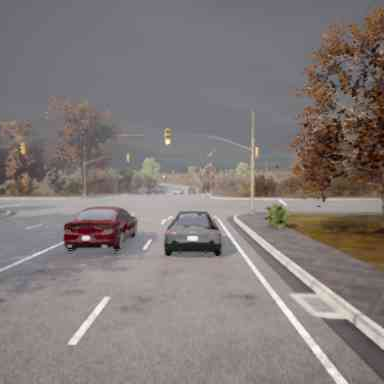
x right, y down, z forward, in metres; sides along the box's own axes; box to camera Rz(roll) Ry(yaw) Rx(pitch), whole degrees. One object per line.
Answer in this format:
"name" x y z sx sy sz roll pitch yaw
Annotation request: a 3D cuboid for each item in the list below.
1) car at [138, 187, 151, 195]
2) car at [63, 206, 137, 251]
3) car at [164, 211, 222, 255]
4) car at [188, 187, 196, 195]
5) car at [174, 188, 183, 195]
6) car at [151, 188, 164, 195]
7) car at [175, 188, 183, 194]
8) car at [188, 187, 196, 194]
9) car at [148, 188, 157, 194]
"car" -10.524 -0.257 72.438 2.097 1.767 4.553 0 -1 0
"car" -3.453 1.297 13.360 1.882 1.535 5.008 0 1 0
"car" 0.044 1.402 12.647 1.994 1.385 4.181 0 1 1
"car" -0.028 0.017 83.847 2.128 1.511 4.902 0 -1 0
"car" -3.528 0.092 84.292 1.895 1.301 4.718 0 -1 0
"car" -7.024 -0.072 72.408 2.033 1.411 5.357 0 -1 0
"car" -3.532 -0.207 94.258 2.097 1.767 4.553 0 -1 0
"car" -0.032 -0.336 94.321 2.150 2.045 5.566 0 -1 0
"car" -10.530 -0.317 88.020 1.812 1.442 4.674 0 -1 0
